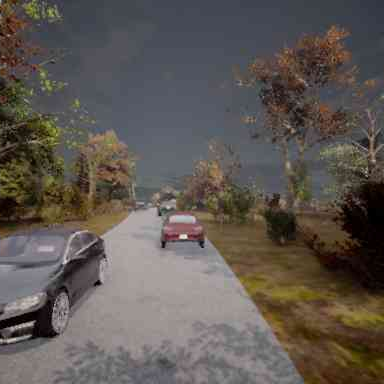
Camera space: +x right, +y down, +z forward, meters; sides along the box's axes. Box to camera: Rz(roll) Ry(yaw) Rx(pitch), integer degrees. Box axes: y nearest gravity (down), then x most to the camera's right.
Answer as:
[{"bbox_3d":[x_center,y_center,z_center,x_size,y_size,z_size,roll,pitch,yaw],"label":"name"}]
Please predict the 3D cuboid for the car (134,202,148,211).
[{"bbox_3d":[-7.588,2.188,49.717,1.994,1.385,4.181,0,-1,-9],"label":"car"}]

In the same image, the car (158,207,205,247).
[{"bbox_3d":[-0.480,1.610,15.348,1.812,1.442,4.674,0,-1,-4],"label":"car"}]

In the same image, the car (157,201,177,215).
[{"bbox_3d":[-2.811,1.743,37.436,2.097,1.767,4.553,0,-1,-8],"label":"car"}]

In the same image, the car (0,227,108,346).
[{"bbox_3d":[-3.022,1.515,6.723,2.128,1.511,4.902,0,0,-2],"label":"car"}]
